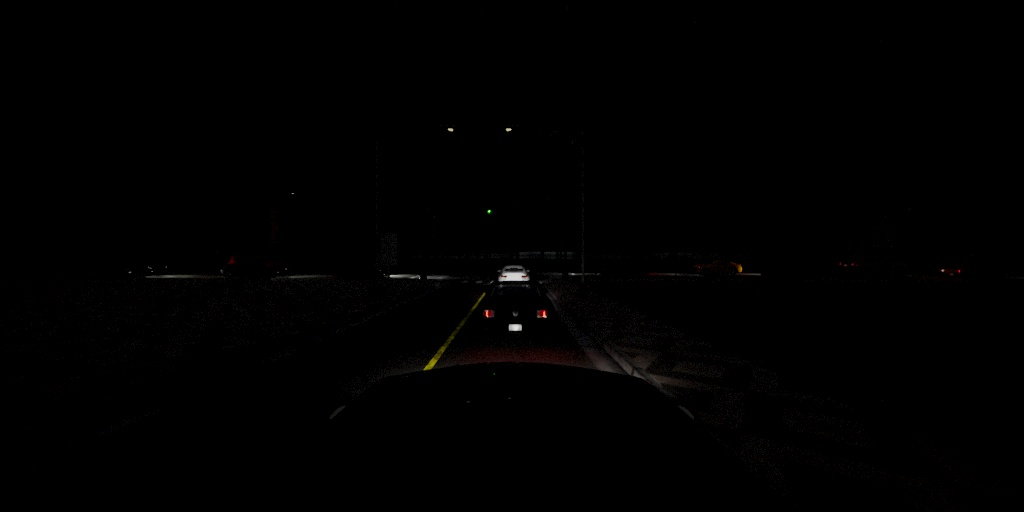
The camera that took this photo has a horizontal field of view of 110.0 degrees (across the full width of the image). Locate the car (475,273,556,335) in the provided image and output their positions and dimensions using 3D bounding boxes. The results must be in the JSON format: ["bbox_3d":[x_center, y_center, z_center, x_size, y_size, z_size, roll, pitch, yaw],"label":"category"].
[{"bbox_3d":[0.108,1.355,10.458,1.895,1.301,4.718,0,0,1],"label":"car"}]

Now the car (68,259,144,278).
[{"bbox_3d":[-37.756,1.246,33.075,4.902,1.511,2.128,0,0,-1],"label":"car"}]

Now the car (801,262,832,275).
[{"bbox_3d":[32.793,1.362,39.351,4.718,1.301,1.895,0,0,1],"label":"car"}]

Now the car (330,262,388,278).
[{"bbox_3d":[-13.984,1.381,33.036,4.718,1.301,1.895,0,0,1],"label":"car"}]

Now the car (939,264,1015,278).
[{"bbox_3d":[42.288,1.390,32.631,4.718,1.301,1.895,0,0,1],"label":"car"}]

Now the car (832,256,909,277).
[{"bbox_3d":[36.081,1.000,35.882,5.566,2.045,2.150,0,0,1],"label":"car"}]

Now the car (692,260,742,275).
[{"bbox_3d":[22.469,1.239,39.443,5.008,1.535,1.882,0,0,0],"label":"car"}]

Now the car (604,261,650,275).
[{"bbox_3d":[12.623,1.253,39.527,4.902,1.511,2.128,0,0,0],"label":"car"}]

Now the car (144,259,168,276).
[{"bbox_3d":[-37.791,1.094,36.326,4.553,1.767,2.097,0,0,-1],"label":"car"}]

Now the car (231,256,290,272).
[{"bbox_3d":[-25.666,0.975,36.375,5.566,2.045,2.150,0,0,0],"label":"car"}]

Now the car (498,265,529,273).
[{"bbox_3d":[0.101,1.286,22.339,1.812,1.442,4.674,0,0,0],"label":"car"}]

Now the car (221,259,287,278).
[{"bbox_3d":[-24.027,1.276,33.113,4.892,1.490,1.837,0,0,0],"label":"car"}]
